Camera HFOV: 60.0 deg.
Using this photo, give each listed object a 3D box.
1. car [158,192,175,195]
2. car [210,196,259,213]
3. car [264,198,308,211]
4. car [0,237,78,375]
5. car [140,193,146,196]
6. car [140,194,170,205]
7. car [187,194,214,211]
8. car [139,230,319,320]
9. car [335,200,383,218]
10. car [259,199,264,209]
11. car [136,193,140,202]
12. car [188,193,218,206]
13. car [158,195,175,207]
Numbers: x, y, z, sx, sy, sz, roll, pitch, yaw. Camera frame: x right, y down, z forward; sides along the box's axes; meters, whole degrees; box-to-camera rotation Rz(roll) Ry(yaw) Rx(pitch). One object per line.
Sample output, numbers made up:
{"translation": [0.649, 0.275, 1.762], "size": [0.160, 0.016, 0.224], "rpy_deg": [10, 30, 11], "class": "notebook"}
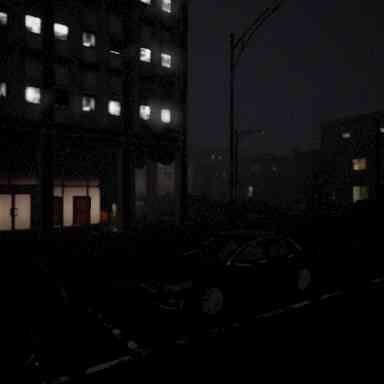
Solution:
{"translation": [-3.692, 1.029, 55.420], "size": [2.150, 2.045, 5.566], "rpy_deg": [0, 0, -34], "class": "car"}
{"translation": [4.249, 1.420, 33.820], "size": [2.008, 1.369, 4.403], "rpy_deg": [1, 0, -35], "class": "car"}
{"translation": [11.050, 1.438, 38.720], "size": [1.752, 1.417, 4.829], "rpy_deg": [1, 0, -35], "class": "car"}
{"translation": [-3.648, 1.440, 3.951], "size": [4.097, 1.590, 1.967], "rpy_deg": [0, 0, -36], "class": "car"}
{"translation": [-7.731, 1.095, 65.918], "size": [2.192, 1.841, 5.009], "rpy_deg": [1, 0, -35], "class": "car"}
{"translation": [-5.190, 1.345, 47.488], "size": [1.887, 1.381, 4.507], "rpy_deg": [1, 0, -35], "class": "car"}
{"translation": [1.105, 1.161, 38.376], "size": [2.192, 1.841, 5.009], "rpy_deg": [1, 0, -35], "class": "car"}
{"translation": [0.985, 1.550, 7.258], "size": [4.403, 1.369, 2.008], "rpy_deg": [0, 0, -36], "class": "car"}
{"translation": [14.787, 1.448, 28.658], "size": [1.837, 1.490, 4.892], "rpy_deg": [1, 0, -33], "class": "car"}
{"translation": [7.999, 1.471, 43.137], "size": [1.802, 1.307, 4.206], "rpy_deg": [1, 0, -35], "class": "car"}
{"translation": [-10.877, 1.074, 70.473], "size": [2.192, 1.841, 5.009], "rpy_deg": [1, 0, -35], "class": "car"}
{"translation": [1.709, 1.159, 52.249], "size": [2.192, 1.841, 5.009], "rpy_deg": [1, 0, -35], "class": "car"}
{"translation": [-2.044, 1.373, 42.932], "size": [2.008, 1.369, 4.403], "rpy_deg": [1, 0, -35], "class": "car"}
